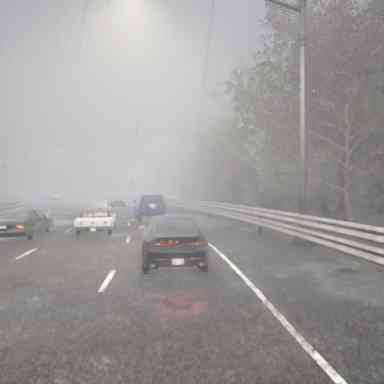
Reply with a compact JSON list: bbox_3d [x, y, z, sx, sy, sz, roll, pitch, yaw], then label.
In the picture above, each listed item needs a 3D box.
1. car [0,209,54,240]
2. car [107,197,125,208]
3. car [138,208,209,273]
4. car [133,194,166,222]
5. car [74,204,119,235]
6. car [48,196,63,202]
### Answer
[{"bbox_3d":[-8.479,1.548,16.690,2.033,1.411,5.357,0,0,-10],"label":"car"},{"bbox_3d":[-10.702,1.485,46.782,1.812,1.442,4.674,0,0,-25],"label":"car"},{"bbox_3d":[-0.645,1.489,10.699,1.837,1.490,4.892,0,0,-7],"label":"car"},{"bbox_3d":[-3.455,1.189,26.670,2.150,2.045,5.566,0,0,-14],"label":"car"},{"bbox_3d":[-5.340,1.588,18.829,1.895,1.301,4.718,0,0,-10],"label":"car"},{"bbox_3d":[-32.353,1.575,78.452,1.895,1.301,4.718,0,0,-44],"label":"car"}]
